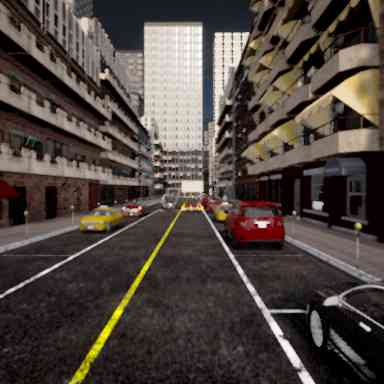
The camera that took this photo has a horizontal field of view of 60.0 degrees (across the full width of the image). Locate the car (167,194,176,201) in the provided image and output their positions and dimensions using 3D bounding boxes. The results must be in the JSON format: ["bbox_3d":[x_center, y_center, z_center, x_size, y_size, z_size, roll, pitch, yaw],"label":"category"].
[{"bbox_3d":[-5.295,1.428,86.592,1.967,1.590,4.097,-1,0,0],"label":"car"}]

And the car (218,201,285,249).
[{"bbox_3d":[2.558,1.315,14.472,2.192,1.841,5.009,-1,0,0],"label":"car"}]

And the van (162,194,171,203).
[{"bbox_3d":[-5.302,1.334,69.945,1.690,1.788,3.998,-1,0,0],"label":"van"}]

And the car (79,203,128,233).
[{"bbox_3d":[-5.318,1.525,19.833,1.752,1.417,4.829,-1,0,0],"label":"car"}]

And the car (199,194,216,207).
[{"bbox_3d":[2.570,1.312,47.765,2.192,1.841,5.009,-1,0,0],"label":"car"}]

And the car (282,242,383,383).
[{"bbox_3d":[2.557,1.551,3.373,2.008,1.369,4.403,-1,0,0],"label":"car"}]

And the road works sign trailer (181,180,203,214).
[{"bbox_3d":[0.043,0.463,35.918,2.380,3.560,2.880,0,0,-1],"label":"road works sign trailer"}]

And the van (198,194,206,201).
[{"bbox_3d":[2.584,1.329,86.609,1.690,1.788,3.998,-1,0,0],"label":"van"}]

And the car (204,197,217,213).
[{"bbox_3d":[2.569,1.581,36.668,1.802,1.307,4.206,-1,0,0],"label":"car"}]

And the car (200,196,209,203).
[{"bbox_3d":[2.580,1.518,70.132,1.752,1.417,4.829,-1,0,0],"label":"car"}]

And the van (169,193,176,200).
[{"bbox_3d":[-5.295,1.327,92.141,1.690,1.788,3.998,-1,0,0],"label":"van"}]

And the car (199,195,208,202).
[{"bbox_3d":[2.581,1.431,75.511,1.967,1.590,4.097,-1,0,0],"label":"car"}]

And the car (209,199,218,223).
[{"bbox_3d":[2.565,1.525,25.740,1.752,1.417,4.829,-1,0,0],"label":"car"}]

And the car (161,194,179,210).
[{"bbox_3d":[-2.820,1.350,42.710,2.097,1.767,4.553,0,0,0],"label":"car"}]

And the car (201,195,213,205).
[{"bbox_3d":[2.575,1.435,58.864,1.967,1.590,4.097,-1,0,0],"label":"car"}]

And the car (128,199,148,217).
[{"bbox_3d":[-5.315,1.440,31.101,1.967,1.590,4.097,-1,0,0],"label":"car"}]
